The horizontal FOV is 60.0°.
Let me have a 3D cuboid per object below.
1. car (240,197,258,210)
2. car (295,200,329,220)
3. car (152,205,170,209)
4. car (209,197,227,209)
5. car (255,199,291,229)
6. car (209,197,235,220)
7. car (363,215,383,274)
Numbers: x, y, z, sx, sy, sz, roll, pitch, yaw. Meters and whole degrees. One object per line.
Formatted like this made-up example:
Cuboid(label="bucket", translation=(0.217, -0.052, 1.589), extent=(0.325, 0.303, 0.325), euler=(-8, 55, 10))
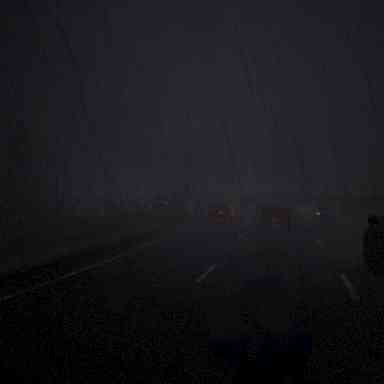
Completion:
Cuboid(label="car", translation=(6.815, 1.280, 38.787), extent=(2.128, 1.511, 4.902), euler=(0, 0, 1))
Cuboid(label="car", translation=(9.442, 1.350, 26.327), extent=(1.812, 1.442, 4.674), euler=(0, 0, 7))
Cuboid(label="car", translation=(-3.766, 1.209, 39.382), extent=(2.097, 1.767, 4.553), euler=(0, 0, 1))
Cuboid(label="car", translation=(3.271, 1.361, 42.554), extent=(1.994, 1.385, 4.181), euler=(0, 0, -1))
Cuboid(label="car", translation=(4.958, 1.405, 20.360), extent=(1.812, 1.442, 4.674), euler=(0, 1, 11))
Cuboid(label="car", translation=(2.421, 1.348, 26.680), extent=(1.882, 1.535, 5.008), euler=(0, 0, 7))
Cuboid(label="car", translation=(5.253, 1.156, 7.076), extent=(2.150, 2.045, 5.566), euler=(0, 0, 18))
